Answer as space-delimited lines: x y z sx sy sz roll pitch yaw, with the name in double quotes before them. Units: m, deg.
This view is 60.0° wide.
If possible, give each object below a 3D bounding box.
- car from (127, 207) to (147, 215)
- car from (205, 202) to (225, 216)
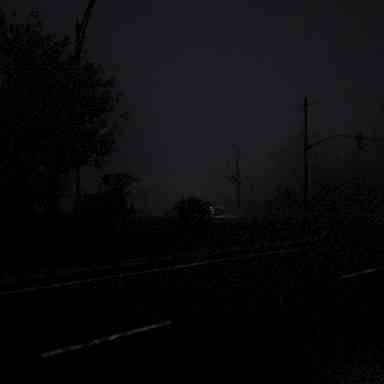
"car" -9.777 3.296 58.339 2.033 1.411 5.357 0 -3 -32
"car" 1.893 1.976 39.861 2.097 1.767 4.553 0 -3 -33
